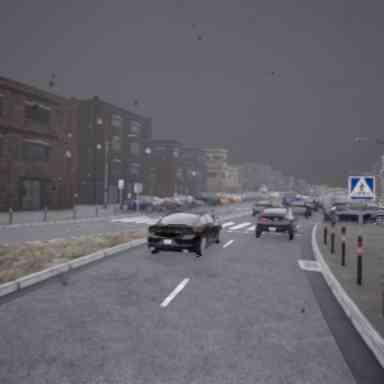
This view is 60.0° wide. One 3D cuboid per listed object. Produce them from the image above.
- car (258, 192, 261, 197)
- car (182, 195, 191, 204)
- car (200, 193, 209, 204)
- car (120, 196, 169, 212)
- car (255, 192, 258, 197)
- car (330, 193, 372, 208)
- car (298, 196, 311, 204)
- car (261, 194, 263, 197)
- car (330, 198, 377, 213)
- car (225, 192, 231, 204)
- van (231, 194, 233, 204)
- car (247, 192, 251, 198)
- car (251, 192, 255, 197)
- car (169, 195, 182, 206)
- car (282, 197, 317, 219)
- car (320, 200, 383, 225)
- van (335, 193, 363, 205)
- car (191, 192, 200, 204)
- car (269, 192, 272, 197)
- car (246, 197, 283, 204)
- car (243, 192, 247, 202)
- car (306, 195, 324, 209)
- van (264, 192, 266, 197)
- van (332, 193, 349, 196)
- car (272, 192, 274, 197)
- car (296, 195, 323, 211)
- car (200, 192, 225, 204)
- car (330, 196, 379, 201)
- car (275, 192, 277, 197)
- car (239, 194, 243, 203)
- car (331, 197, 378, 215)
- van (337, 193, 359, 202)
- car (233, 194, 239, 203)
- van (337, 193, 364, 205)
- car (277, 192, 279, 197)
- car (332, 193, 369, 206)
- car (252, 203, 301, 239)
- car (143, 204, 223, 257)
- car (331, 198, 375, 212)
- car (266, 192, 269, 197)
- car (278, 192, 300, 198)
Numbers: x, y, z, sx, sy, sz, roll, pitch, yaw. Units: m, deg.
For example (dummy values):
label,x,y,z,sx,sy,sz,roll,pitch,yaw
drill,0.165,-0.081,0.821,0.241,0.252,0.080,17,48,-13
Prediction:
label,x,y,z,sx,sy,sz,roll,pitch,yaw
car,11.840,1.199,72.302,4.892,1.521,2.231,1,0,24
car,-2.975,1.325,39.658,4.674,1.452,2.002,1,0,24
car,-0.702,1.278,44.688,4.892,1.521,2.231,1,0,24
car,-5.226,1.161,34.620,4.553,1.767,2.185,1,0,24
car,10.701,1.201,69.792,4.892,1.521,2.231,1,1,24
car,23.816,1.288,49.950,5.566,2.045,2.435,1,1,24
car,21.338,1.437,62.828,1.812,1.442,4.674,1,1,24
car,12.979,1.197,74.812,4.892,1.521,2.231,1,0,24
car,19.232,1.583,39.823,5.008,1.535,2.097,1,1,24
car,2.890,1.249,52.141,5.366,1.575,1.946,1,1,24
van,3.970,1.015,54.678,4.442,1.987,1.878,1,1,24
car,8.447,1.084,64.759,4.553,1.767,2.185,1,1,24
car,9.562,1.206,67.280,4.892,1.521,2.231,1,0,24
car,-4.120,1.288,37.151,5.008,1.535,2.097,1,0,24
car,9.824,1.550,30.357,2.128,1.511,4.902,1,0,25
car,12.306,1.632,24.645,4.792,1.488,2.163,1,0,24
van,28.285,1.281,59.994,4.442,1.987,1.878,1,0,24
car,-1.807,1.157,42.156,4.553,1.767,2.185,1,0,24
car,16.222,1.192,82.425,5.366,1.575,1.946,1,0,24
car,6.983,1.504,31.138,2.128,1.511,4.902,1,0,24
car,7.251,1.089,62.273,4.553,1.767,2.185,1,1,24
car,17.652,1.356,47.706,2.097,1.767,4.553,1,1,24
van,14.273,0.972,77.388,4.442,1.987,1.878,1,0,24
van,15.682,1.384,32.275,4.442,1.987,1.878,1,1,24
car,17.535,1.201,84.855,4.892,1.521,2.231,1,0,24
car,13.868,1.533,39.326,2.128,1.511,4.902,1,1,25
car,1.560,1.006,49.716,5.566,2.045,2.435,1,1,24
car,14.612,1.487,29.567,4.553,1.767,2.185,1,0,24
car,19.804,1.249,89.881,4.674,1.452,2.002,1,0,24
car,6.112,1.096,59.762,4.553,1.767,2.185,1,1,24
car,18.065,1.470,37.163,4.553,1.767,2.185,1,1,24
van,35.184,1.270,75.172,4.442,1.987,1.878,1,0,24
car,4.995,1.230,57.242,5.008,1.535,2.097,1,1,24
van,29.647,1.281,62.425,4.442,1.987,1.878,1,0,24
car,20.941,1.215,92.394,5.008,1.535,2.097,1,0,24
car,27.266,1.265,57.402,5.566,2.045,2.435,1,1,24
car,4.591,1.538,17.782,1.837,1.490,4.892,1,-1,20
car,-0.087,1.459,13.197,1.882,1.535,5.008,1,0,17
car,20.342,1.574,42.235,4.892,1.521,2.231,1,1,24
car,15.253,1.236,79.836,4.674,1.452,2.002,1,0,24
car,14.099,1.189,46.894,2.150,2.045,5.566,1,1,24
